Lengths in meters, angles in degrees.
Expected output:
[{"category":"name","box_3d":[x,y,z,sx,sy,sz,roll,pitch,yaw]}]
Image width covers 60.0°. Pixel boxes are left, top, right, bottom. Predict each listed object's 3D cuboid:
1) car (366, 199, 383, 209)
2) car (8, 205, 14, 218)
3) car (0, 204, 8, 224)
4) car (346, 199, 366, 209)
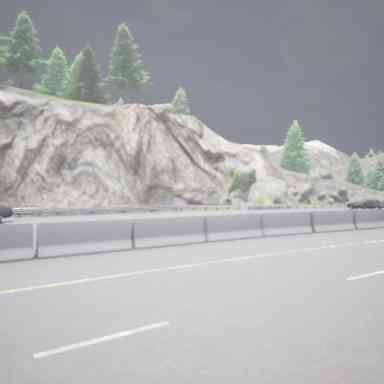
[{"category":"car","box_3d":[23.231,1.570,39.095,4.181,1.385,1.994,0,0,-20]},{"category":"car","box_3d":[-15.140,1.403,23.135,4.902,1.511,2.128,0,0,-35]},{"category":"car","box_3d":[-11.922,1.496,16.839,4.181,1.385,1.994,0,0,-35]},{"category":"car","box_3d":[22.410,1.545,42.554,5.357,1.411,2.033,0,0,-20]}]
